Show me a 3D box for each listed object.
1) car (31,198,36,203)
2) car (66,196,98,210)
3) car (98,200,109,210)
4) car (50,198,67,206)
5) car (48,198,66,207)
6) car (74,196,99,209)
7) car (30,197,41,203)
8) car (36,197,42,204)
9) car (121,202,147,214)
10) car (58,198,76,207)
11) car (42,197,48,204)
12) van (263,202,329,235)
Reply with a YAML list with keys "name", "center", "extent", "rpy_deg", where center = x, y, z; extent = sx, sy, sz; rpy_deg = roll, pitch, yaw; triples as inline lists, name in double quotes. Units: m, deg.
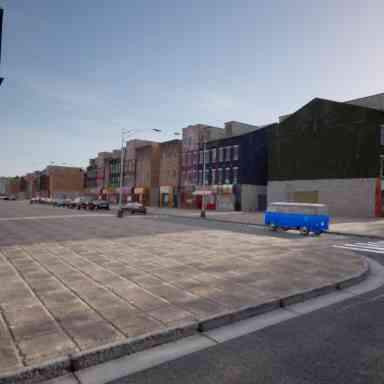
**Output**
- name: "car"
  center: [-35.425, 1.837, 77.627]
  extent: [1.967, 1.590, 4.097]
  rpy_deg: [3, -2, -36]
- name: "car"
  center: [-14.860, 1.489, 44.745]
  extent: [2.097, 1.767, 4.553]
  rpy_deg: [3, -2, -35]
- name: "car"
  center: [-13.026, 1.813, 46.598]
  extent: [1.947, 1.339, 4.313]
  rpy_deg: [3, -2, -36]
- name: "car"
  center: [-25.827, 1.886, 64.327]
  extent: [1.947, 1.339, 4.313]
  rpy_deg: [3, -2, -36]
- name: "car"
  center: [-20.689, 1.709, 52.716]
  extent: [2.033, 1.411, 5.357]
  rpy_deg: [3, -2, -36]
- name: "car"
  center: [-16.218, 1.577, 51.037]
  extent: [2.192, 1.841, 5.009]
  rpy_deg: [3, -2, -36]
- name: "car"
  center: [-38.630, 2.010, 82.055]
  extent: [1.802, 1.307, 4.206]
  rpy_deg: [3, -2, -36]
- name: "car"
  center: [-32.229, 1.951, 73.192]
  extent: [1.802, 1.307, 4.206]
  rpy_deg: [3, -2, -36]
- name: "car"
  center: [-6.627, 1.808, 37.733]
  extent: [1.802, 1.307, 4.206]
  rpy_deg: [3, -2, -36]
- name: "car"
  center: [-22.627, 1.842, 59.896]
  extent: [1.887, 1.381, 4.507]
  rpy_deg: [3, -2, -36]
- name: "car"
  center: [-29.126, 1.870, 68.898]
  extent: [1.752, 1.417, 4.829]
  rpy_deg: [3, -2, -36]
- name: "van"
  center: [6.182, 1.555, 20.008]
  extent: [1.690, 1.788, 3.998]
  rpy_deg: [3, -2, -36]
